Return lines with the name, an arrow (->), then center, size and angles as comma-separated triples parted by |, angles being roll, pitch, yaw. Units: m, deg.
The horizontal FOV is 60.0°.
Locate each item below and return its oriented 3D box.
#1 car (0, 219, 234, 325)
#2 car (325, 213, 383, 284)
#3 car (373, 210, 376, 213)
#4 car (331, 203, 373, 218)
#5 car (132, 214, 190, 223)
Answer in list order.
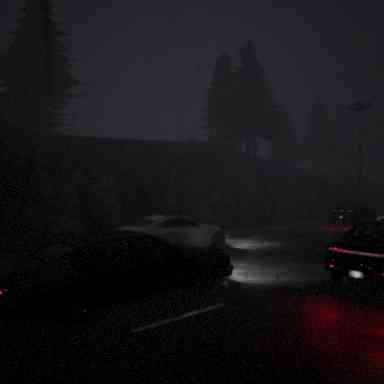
car -> -1.526, 1.566, 7.185 | 5.357, 1.411, 2.033 | 0, 0, -40
car -> 5.236, 1.505, 8.576 | 4.902, 1.511, 2.128 | 0, 0, -42
car -> 14.013, 1.578, 21.719 | 5.357, 1.411, 2.033 | 0, 0, -44
car -> 12.047, 1.532, 24.694 | 4.902, 1.511, 2.128 | 0, 0, -44
car -> -0.736, 1.556, 12.573 | 4.674, 1.442, 1.812 | 0, 0, -42
